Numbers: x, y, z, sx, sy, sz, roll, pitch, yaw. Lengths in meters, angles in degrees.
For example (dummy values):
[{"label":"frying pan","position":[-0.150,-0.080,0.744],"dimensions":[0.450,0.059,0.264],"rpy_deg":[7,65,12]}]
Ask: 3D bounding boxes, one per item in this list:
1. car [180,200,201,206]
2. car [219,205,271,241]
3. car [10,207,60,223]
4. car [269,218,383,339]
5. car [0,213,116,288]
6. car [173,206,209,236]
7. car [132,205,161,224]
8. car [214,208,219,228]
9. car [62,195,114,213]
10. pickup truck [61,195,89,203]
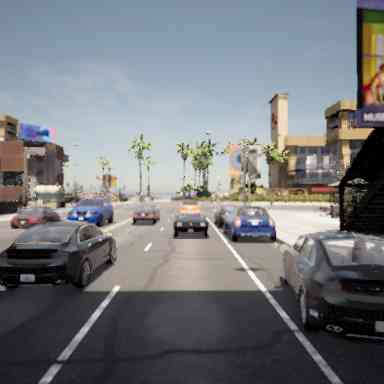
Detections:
[{"label":"car","position":[-0.192,1.611,34.455],"dimensions":[2.097,1.767,4.553],"rpy_deg":[0,0,0]},{"label":"car","position":[2.885,1.485,17.550],"dimensions":[2.185,1.767,4.553],"rpy_deg":[0,0,-1]},{"label":"car","position":[-10.730,1.742,23.078],"dimensions":[1.994,1.385,4.181],"rpy_deg":[0,-1,0]},{"label":"car","position":[2.959,1.532,6.775],"dimensions":[2.231,1.521,4.892],"rpy_deg":[0,0,9]},{"label":"car","position":[-3.478,1.577,9.406],"dimensions":[1.837,1.490,4.892],"rpy_deg":[0,0,-1]},{"label":"car","position":[-0.075,1.748,19.573],"dimensions":[1.895,1.301,4.718],"rpy_deg":[0,0,-1]},{"label":"car","position":[-3.652,1.753,27.174],"dimensions":[2.033,1.411,5.357],"rpy_deg":[0,0,-1]},{"label":"car","position":[2.681,1.659,23.973],"dimensions":[2.097,1.535,5.008],"rpy_deg":[0,0,-1]},{"label":"car","position":[-7.229,1.409,24.376],"dimensions":[2.150,2.045,5.566],"rpy_deg":[0,-1,0]},{"label":"pickup truck","position":[-29.430,1.730,84.120],"dimensions":[6.274,2.098,2.390],"rpy_deg":[0,0,-1]}]
